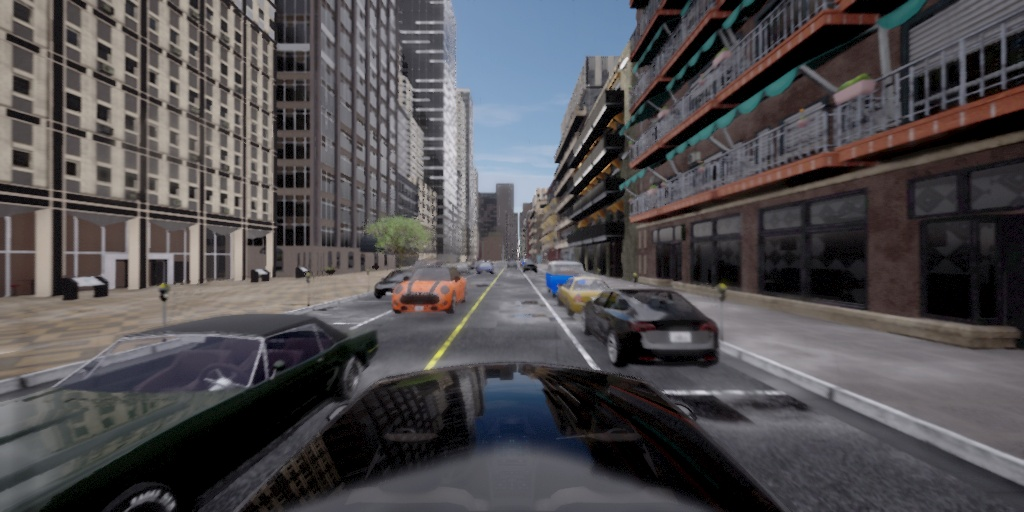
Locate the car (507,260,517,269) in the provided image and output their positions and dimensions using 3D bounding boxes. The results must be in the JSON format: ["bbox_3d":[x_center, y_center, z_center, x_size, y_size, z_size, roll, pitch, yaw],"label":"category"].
[{"bbox_3d":[0.018,1.568,65.502,2.128,1.511,4.902,0,0,0],"label":"car"}]

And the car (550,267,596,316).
[{"bbox_3d":[2.693,1.327,13.492,1.751,1.417,4.829,0,0,0],"label":"car"}]

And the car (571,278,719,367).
[{"bbox_3d":[2.691,1.342,7.800,1.948,1.339,4.313,0,0,0],"label":"car"}]

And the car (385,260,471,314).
[{"bbox_3d":[-3.044,1.159,14.110,2.097,1.767,4.553,0,0,1],"label":"car"}]

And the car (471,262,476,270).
[{"bbox_3d":[-5.681,1.493,40.939,2.007,1.370,4.403,0,0,0],"label":"car"}]

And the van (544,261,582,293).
[{"bbox_3d":[2.694,1.169,18.845,1.690,1.789,3.998,0,0,0],"label":"van"}]

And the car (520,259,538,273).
[{"bbox_3d":[2.368,1.481,47.838,1.837,1.490,4.892,0,0,0],"label":"car"}]

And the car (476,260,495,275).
[{"bbox_3d":[-3.076,1.473,42.125,1.812,1.442,4.674,0,0,0],"label":"car"}]

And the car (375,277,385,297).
[{"bbox_3d":[-5.687,1.395,18.848,1.948,1.339,4.313,0,0,0],"label":"car"}]

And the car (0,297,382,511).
[{"bbox_3d":[-3.093,1.360,3.603,1.895,1.301,4.718,0,0,0],"label":"car"}]
